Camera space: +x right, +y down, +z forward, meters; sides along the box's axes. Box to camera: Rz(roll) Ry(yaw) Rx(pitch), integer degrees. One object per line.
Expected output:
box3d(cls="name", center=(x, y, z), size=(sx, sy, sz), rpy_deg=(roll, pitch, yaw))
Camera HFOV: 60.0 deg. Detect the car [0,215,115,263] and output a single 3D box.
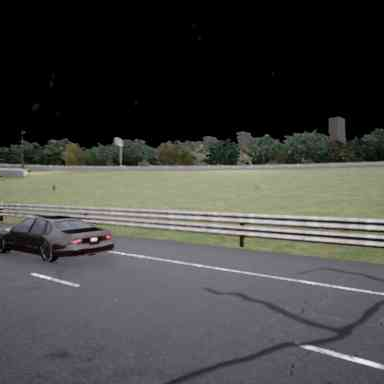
box3d(cls="car", center=(-5.135, 1.551, 11.952), size=(5.357, 1.411, 2.033), rpy_deg=(0, 0, 35))
